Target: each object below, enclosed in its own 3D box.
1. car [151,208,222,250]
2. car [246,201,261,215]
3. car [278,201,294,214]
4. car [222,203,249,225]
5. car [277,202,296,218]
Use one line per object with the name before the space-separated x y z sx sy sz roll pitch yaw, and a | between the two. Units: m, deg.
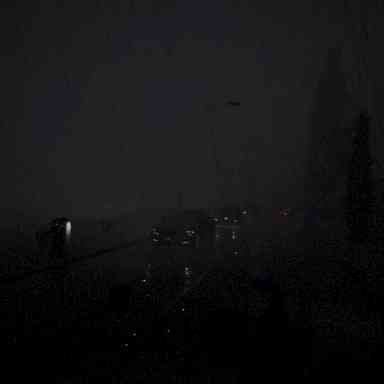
car | -0.197 1.533 15.011 1.882 1.535 5.008 2 0 16
car | 7.351 1.941 40.867 1.837 1.490 4.892 2 -1 17
car | 13.468 2.172 47.545 2.128 1.511 4.902 2 0 16
car | 3.056 1.783 26.267 1.994 1.385 4.181 2 0 16
car | 10.475 2.036 37.039 1.837 1.490 4.892 2 0 17
